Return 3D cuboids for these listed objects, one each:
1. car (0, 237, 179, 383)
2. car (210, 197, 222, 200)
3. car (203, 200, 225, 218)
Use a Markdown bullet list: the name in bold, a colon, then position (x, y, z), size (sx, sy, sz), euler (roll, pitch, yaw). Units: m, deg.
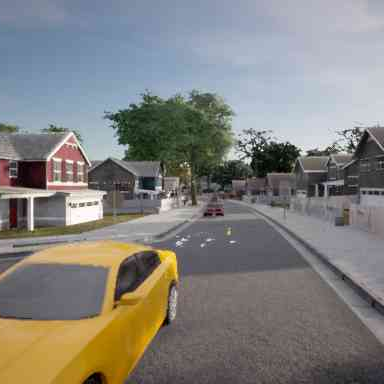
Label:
- **car**: position (-1.478, 1.482, 4.404), size (1.882, 1.535, 5.008), euler (0, 0, 10)
- **car**: position (4.019, 1.556, 56.415), size (1.882, 1.535, 5.008), euler (0, 0, 3)
- **car**: position (2.074, 1.636, 30.373), size (1.895, 1.301, 4.718), euler (0, 0, 6)
